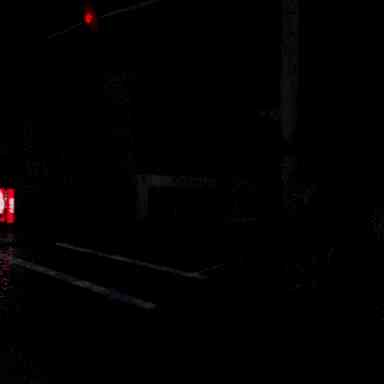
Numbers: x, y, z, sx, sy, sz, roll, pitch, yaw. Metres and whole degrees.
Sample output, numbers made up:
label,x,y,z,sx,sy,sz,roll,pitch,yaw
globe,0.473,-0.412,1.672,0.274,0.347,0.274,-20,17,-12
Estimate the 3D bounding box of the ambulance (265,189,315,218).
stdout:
label,x,y,z,sx,sy,sz,roll,pitch,yaw
ambulance,8.533,0.929,28.771,2.351,2.431,6.366,1,1,38
